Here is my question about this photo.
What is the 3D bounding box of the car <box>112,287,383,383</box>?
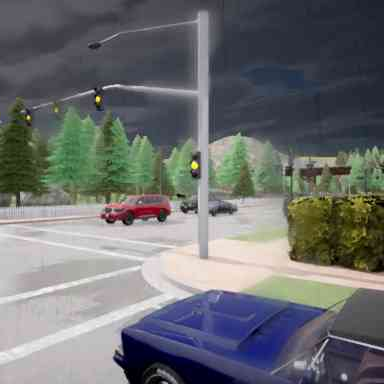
[{"bbox_3d":[1.502,1.601,2.893,4.718,1.301,1.895,0,0,36],"label":"car"}]

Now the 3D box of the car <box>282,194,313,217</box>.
[{"bbox_3d":[10.186,1.218,30.409,2.150,2.045,5.566,0,0,38],"label":"car"}]

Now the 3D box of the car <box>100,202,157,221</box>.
[{"bbox_3d":[-5.258,1.594,28.138,1.895,1.301,4.718,0,0,38],"label":"car"}]

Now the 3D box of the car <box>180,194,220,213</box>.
[{"bbox_3d":[1.079,1.215,36.119,2.150,2.045,5.566,0,0,39],"label":"car"}]

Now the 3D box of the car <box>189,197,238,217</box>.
[{"bbox_3d":[2.457,1.542,32.232,2.033,1.411,5.357,0,0,38],"label":"car"}]

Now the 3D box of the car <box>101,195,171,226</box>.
[{"bbox_3d":[-3.911,1.216,24.203,2.150,2.045,5.566,0,0,38],"label":"car"}]
